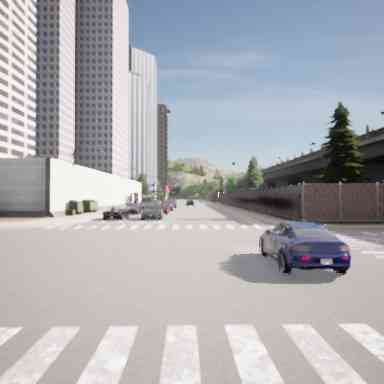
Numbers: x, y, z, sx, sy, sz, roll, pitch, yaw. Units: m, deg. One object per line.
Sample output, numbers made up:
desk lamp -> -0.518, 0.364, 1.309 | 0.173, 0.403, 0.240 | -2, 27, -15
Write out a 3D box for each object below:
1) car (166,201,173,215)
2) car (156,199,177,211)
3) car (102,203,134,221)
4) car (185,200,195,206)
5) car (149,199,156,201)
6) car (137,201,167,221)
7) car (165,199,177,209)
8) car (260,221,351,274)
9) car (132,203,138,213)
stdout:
car -> -3.840, 2.155, 41.670 | 1.895, 1.301, 4.718 | 0, -1, 0
car -> -3.880, 2.025, 50.647 | 2.097, 1.767, 4.553 | 0, -1, 0
car -> -7.284, 2.034, 32.379 | 1.895, 1.301, 4.718 | 0, -1, 0
car -> -0.461, 2.522, 77.097 | 1.837, 1.490, 4.892 | 0, -1, 0
car -> -7.379, 2.240, 51.979 | 2.033, 1.411, 5.357 | 0, -1, 0
car -> -3.784, 1.937, 32.411 | 1.837, 1.490, 4.892 | 0, -1, 0
car -> -3.917, 2.185, 62.694 | 2.097, 1.767, 4.553 | 0, -1, 0
car -> 3.527, 1.686, 11.008 | 1.812, 1.442, 4.674 | 0, -1, 0
car -> -7.341, 2.107, 41.922 | 2.033, 1.411, 5.357 | 0, -1, 0
